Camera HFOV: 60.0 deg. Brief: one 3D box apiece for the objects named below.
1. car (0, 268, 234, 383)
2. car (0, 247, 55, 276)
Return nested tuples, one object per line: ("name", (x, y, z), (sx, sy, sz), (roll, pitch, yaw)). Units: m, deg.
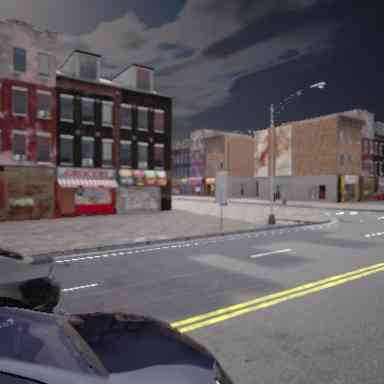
("car", (-1.654, 1.566, 2.259), (4.181, 1.385, 1.994), (-1, 1, -36))
("car", (-4.407, 1.523, 4.527), (4.892, 1.490, 1.837), (-1, 0, -35))
